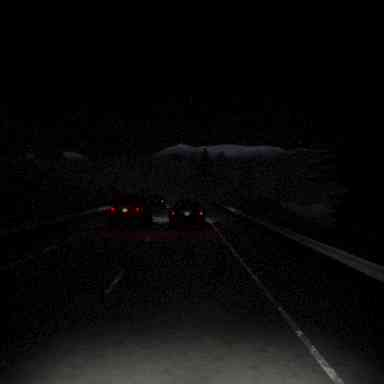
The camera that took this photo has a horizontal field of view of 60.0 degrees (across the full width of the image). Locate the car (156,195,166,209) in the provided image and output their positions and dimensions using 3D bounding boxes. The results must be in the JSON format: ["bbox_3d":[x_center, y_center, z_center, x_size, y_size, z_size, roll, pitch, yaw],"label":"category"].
[{"bbox_3d":[-4.251,1.110,40.530,2.097,1.767,4.553,0,0,-1],"label":"car"}]

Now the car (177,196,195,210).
[{"bbox_3d":[-0.740,1.300,40.109,2.033,1.411,5.357,0,0,-1],"label":"car"}]

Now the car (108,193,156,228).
[{"bbox_3d":[-3.825,1.099,21.311,2.150,2.045,5.566,0,0,-1],"label":"car"}]

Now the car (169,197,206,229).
[{"bbox_3d":[-0.315,1.224,20.585,2.097,1.767,4.553,0,0,-1],"label":"car"}]
